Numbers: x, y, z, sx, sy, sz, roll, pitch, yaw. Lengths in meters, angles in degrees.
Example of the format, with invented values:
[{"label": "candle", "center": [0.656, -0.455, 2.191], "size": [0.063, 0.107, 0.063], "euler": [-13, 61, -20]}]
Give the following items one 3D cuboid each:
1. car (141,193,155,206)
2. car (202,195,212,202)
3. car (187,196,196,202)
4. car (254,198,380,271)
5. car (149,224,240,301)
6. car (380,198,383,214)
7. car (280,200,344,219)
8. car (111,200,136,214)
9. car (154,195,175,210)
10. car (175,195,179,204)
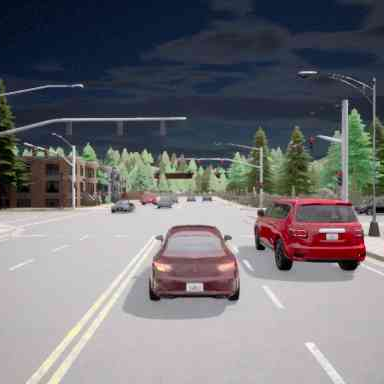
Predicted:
[{"label": "car", "center": [-7.211, 1.221, 55.990], "size": [2.150, 2.045, 5.566], "euler": [0, 0, -1]}, {"label": "car", "center": [3.342, 1.355, 74.368], "size": [2.097, 1.767, 4.553], "euler": [0, 0, 0]}, {"label": "car", "center": [-0.165, 1.553, 74.595], "size": [1.994, 1.385, 4.181], "euler": [0, 0, 0]}, {"label": "car", "center": [3.551, 1.221, 11.086], "size": [2.150, 2.045, 5.566], "euler": [0, 0, 0]}, {"label": "car", "center": [0.045, 1.526, 8.205], "size": [1.812, 1.442, 4.674], "euler": [0, 0, 0]}, {"label": "car", "center": [18.255, 1.352, 32.480], "size": [4.553, 1.767, 2.097], "euler": [0, 0, 0]}, {"label": "car", "center": [10.294, 1.505, 28.853], "size": [4.892, 1.490, 1.837], "euler": [0, 1, 4]}, {"label": "car", "center": [-7.180, 1.563, 35.122], "size": [1.994, 1.385, 4.181], "euler": [0, 0, 0]}, {"label": "car", "center": [-3.568, 1.504, 43.494], "size": [1.837, 1.490, 4.892], "euler": [0, 0, -3]}, {"label": "car", "center": [-3.694, 1.351, 63.629], "size": [2.097, 1.767, 4.553], "euler": [0, 0, 0]}]
